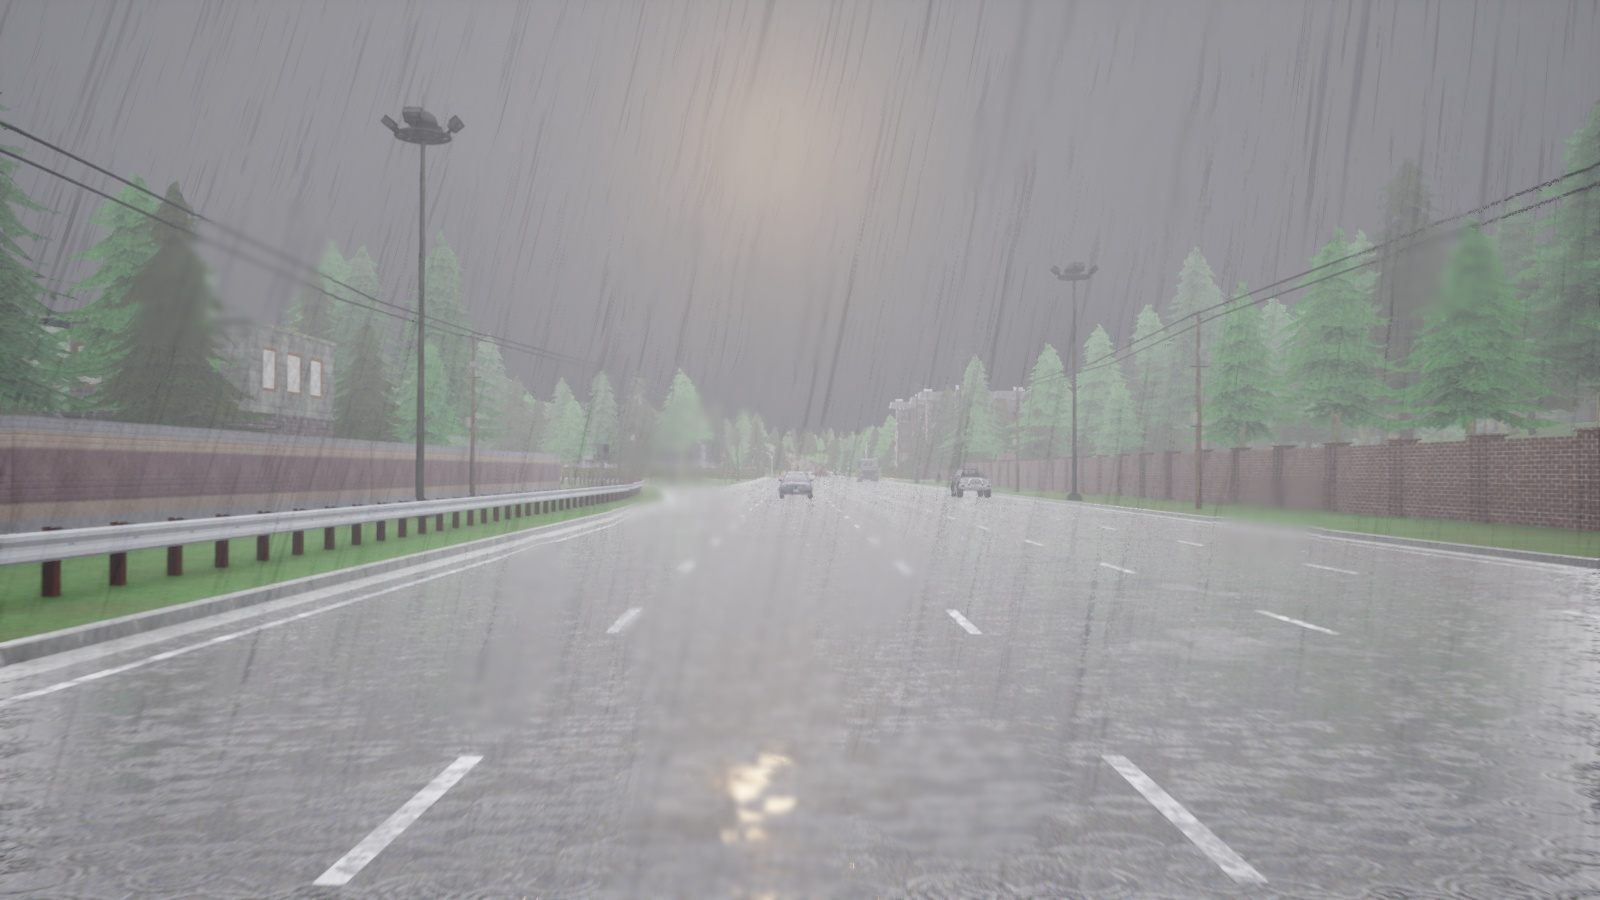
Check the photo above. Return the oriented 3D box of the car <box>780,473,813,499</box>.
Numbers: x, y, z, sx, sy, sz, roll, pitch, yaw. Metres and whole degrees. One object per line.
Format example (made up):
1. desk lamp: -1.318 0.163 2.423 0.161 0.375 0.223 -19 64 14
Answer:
1. car: -0.206 2.051 72.266 1.812 1.442 4.674 0 -1 0

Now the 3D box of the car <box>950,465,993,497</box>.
1. car: 10.283 1.855 75.527 1.932 1.855 4.605 0 -1 0
